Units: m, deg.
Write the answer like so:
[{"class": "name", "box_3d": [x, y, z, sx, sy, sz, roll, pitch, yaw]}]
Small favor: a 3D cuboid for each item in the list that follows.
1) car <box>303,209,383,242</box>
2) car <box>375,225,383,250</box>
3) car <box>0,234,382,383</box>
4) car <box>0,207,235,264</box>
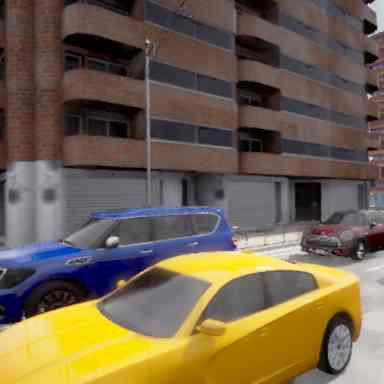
[{"class": "car", "box_3d": [6.318, 1.517, 13.120, 4.553, 1.767, 2.097, 0, -1, -37]}, {"class": "car", "box_3d": [7.340, 1.648, 9.503, 4.181, 1.385, 1.994, 0, -1, -37]}, {"class": "car", "box_3d": [0.168, 1.559, 4.110, 5.008, 1.535, 1.882, 0, -1, -37]}, {"class": "car", "box_3d": [-1.415, 1.383, 7.308, 5.566, 2.045, 2.150, 0, -1, -37]}]
